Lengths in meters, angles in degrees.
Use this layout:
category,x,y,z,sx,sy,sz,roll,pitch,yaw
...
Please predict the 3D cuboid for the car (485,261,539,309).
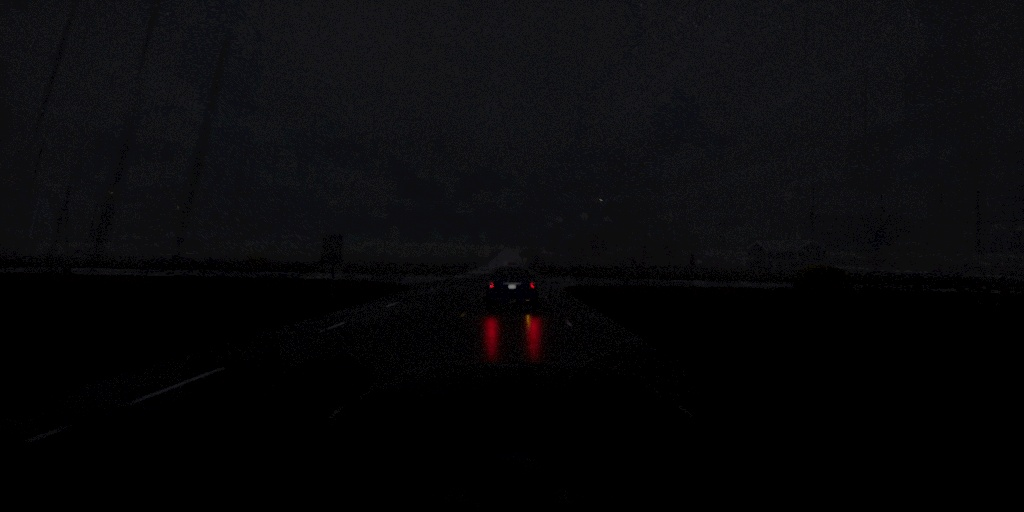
category,x,y,z,sx,sy,sz,roll,pitch,yaw
car,0.008,1.226,15.913,2.097,1.767,4.553,0,-1,0
